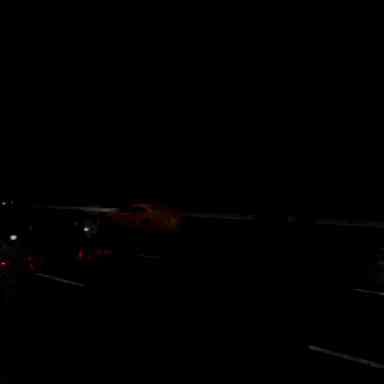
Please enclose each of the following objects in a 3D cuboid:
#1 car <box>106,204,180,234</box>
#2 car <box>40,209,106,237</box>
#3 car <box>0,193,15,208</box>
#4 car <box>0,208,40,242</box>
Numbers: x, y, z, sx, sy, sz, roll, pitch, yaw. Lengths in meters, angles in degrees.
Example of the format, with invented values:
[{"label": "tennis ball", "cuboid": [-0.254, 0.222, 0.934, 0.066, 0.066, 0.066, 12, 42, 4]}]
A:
[{"label": "car", "cuboid": [-2.971, 1.415, 19.007, 5.008, 1.535, 1.882, 0, 0, 36]}, {"label": "car", "cuboid": [-6.970, 1.527, 17.563, 4.718, 1.301, 1.895, 0, 0, 36]}, {"label": "car", "cuboid": [-18.103, 1.073, 29.806, 5.566, 2.045, 2.150, 0, 0, 36]}, {"label": "car", "cuboid": [-9.014, 1.527, 14.721, 4.718, 1.301, 1.895, 0, 0, 36]}]
